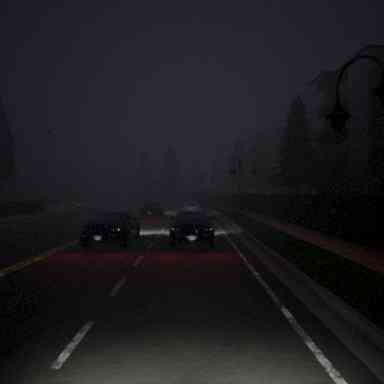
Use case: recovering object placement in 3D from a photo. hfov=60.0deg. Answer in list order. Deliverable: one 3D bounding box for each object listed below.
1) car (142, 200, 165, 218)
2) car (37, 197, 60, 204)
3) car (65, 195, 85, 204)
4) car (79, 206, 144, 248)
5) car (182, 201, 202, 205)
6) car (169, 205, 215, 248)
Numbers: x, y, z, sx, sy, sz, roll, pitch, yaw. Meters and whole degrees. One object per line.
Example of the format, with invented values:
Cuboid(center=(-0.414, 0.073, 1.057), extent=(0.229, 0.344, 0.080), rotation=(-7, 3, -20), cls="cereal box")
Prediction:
Cuboid(center=(-3.500, 1.492, 29.650), extent=(2.128, 1.511, 4.902), rotation=(0, 0, 0), cls="car")
Cuboid(center=(-27.606, 1.600, 63.937), extent=(5.357, 1.411, 2.033), rotation=(0, 0, 34), cls="car")
Cuboid(center=(-22.761, 1.414, 64.651), extent=(4.553, 1.767, 2.097), rotation=(0, 0, 39), cls="car")
Cuboid(center=(-3.500, 1.530, 14.650), extent=(1.812, 1.442, 4.674), rotation=(0, 0, 0), cls="car")
Cuboid(center=(0.000, 1.530, 29.650), extent=(1.812, 1.442, 4.674), rotation=(0, 0, 0), cls="car")
Cuboid(center=(0.000, 1.530, 14.650), extent=(1.812, 1.442, 4.674), rotation=(0, 0, 0), cls="car")
